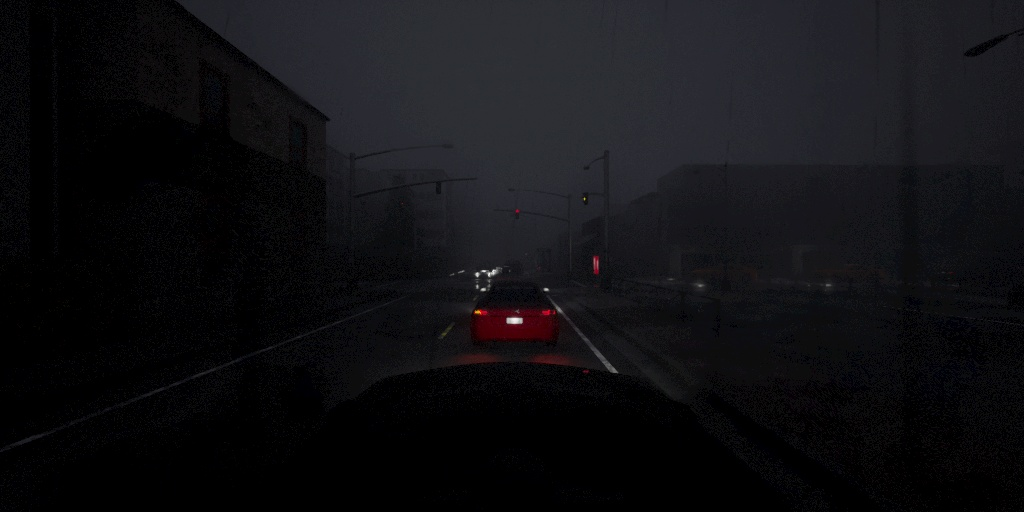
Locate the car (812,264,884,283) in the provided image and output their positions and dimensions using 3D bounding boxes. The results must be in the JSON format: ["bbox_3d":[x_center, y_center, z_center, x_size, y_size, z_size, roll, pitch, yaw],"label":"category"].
[{"bbox_3d":[27.558,1.404,29.524,5.008,1.535,1.882,0,0,0],"label":"car"}]

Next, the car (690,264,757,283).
[{"bbox_3d":[17.332,1.404,29.515,5.008,1.535,1.882,0,0,0],"label":"car"}]

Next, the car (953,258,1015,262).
[{"bbox_3d":[38.047,1.148,29.516,5.566,2.045,2.150,0,0,0],"label":"car"}]

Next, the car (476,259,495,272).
[{"bbox_3d":[-3.539,1.276,46.332,1.812,1.442,4.674,0,0,0],"label":"car"}]

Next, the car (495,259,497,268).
[{"bbox_3d":[-3.515,1.351,56.365,1.895,1.301,4.718,0,0,0],"label":"car"}]

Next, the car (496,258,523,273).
[{"bbox_3d":[0.060,1.235,37.156,2.128,1.511,4.902,0,0,7],"label":"car"}]

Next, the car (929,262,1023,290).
[{"bbox_3d":[33.897,1.418,25.836,4.902,1.511,2.128,0,0,0],"label":"car"}]

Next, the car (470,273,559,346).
[{"bbox_3d":[0.073,1.314,9.461,1.994,1.385,4.181,0,0,1],"label":"car"}]
